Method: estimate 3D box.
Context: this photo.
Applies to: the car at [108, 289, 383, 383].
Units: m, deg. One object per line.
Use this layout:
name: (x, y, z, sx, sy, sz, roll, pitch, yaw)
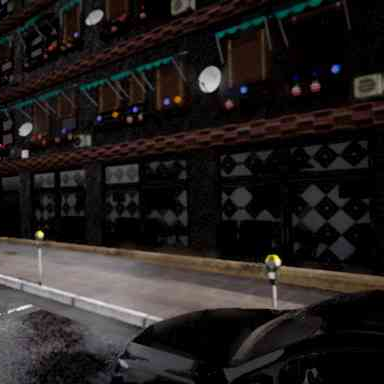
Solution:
car: (1.402, 1.527, 2.437, 4.674, 1.442, 1.812, -1, -1, 36)
